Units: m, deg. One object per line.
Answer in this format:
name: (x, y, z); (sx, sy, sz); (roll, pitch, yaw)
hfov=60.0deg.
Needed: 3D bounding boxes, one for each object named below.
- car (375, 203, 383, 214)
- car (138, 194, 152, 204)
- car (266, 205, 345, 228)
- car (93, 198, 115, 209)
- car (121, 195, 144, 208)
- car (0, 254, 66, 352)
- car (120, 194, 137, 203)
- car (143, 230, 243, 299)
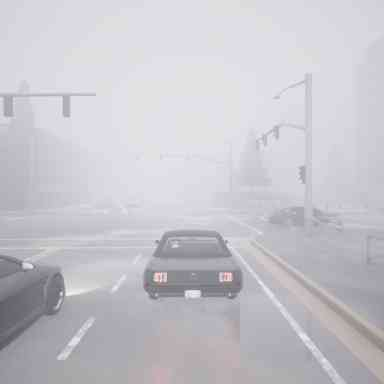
car: (20.458, 1.351, 32.438); (4.553, 1.767, 2.097); (0, 0, -2)
car: (-8.739, 1.544, 63.692); (2.033, 1.411, 5.357); (0, 0, -1)
car: (7.253, 1.590, 21.407); (4.892, 1.490, 1.837); (0, 0, -2)
car: (-11.790, 1.545, 44.958); (2.033, 1.411, 5.357); (0, 0, -2)
car: (-8.340, 1.524, 46.901); (1.812, 1.442, 4.674); (0, 0, -2)
car: (-3.471, 1.564, 4.900); (1.994, 1.385, 4.181); (0, 0, 0)
car: (-12.217, 1.488, 62.550); (2.128, 1.511, 4.902); (0, 0, -1)
car: (-0.005, 1.600, 8.376); (1.895, 1.301, 4.718); (0, 0, -1)
